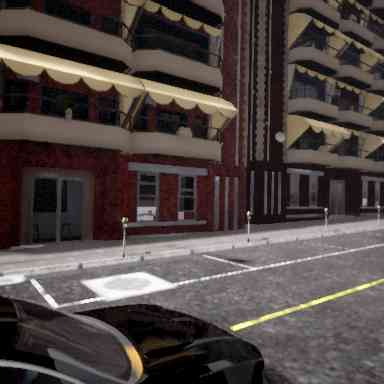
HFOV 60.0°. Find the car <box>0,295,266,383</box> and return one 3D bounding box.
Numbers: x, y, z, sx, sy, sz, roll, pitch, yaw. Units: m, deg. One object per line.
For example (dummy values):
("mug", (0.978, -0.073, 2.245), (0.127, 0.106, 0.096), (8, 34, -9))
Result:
("car", (-1.631, 1.471, 2.116), (5.008, 1.535, 1.882), (0, 0, -36))
